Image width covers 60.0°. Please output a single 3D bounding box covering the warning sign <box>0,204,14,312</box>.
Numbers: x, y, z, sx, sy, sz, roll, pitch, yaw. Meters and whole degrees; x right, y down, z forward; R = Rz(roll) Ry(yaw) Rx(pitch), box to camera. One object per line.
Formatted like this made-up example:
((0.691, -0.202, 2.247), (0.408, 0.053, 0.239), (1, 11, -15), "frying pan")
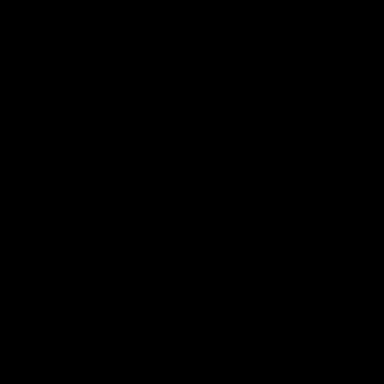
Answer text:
((-4.038, 1.101, 5.653), (1.060, 1.860, 1.300), (4, -1, 34), "warning sign")
